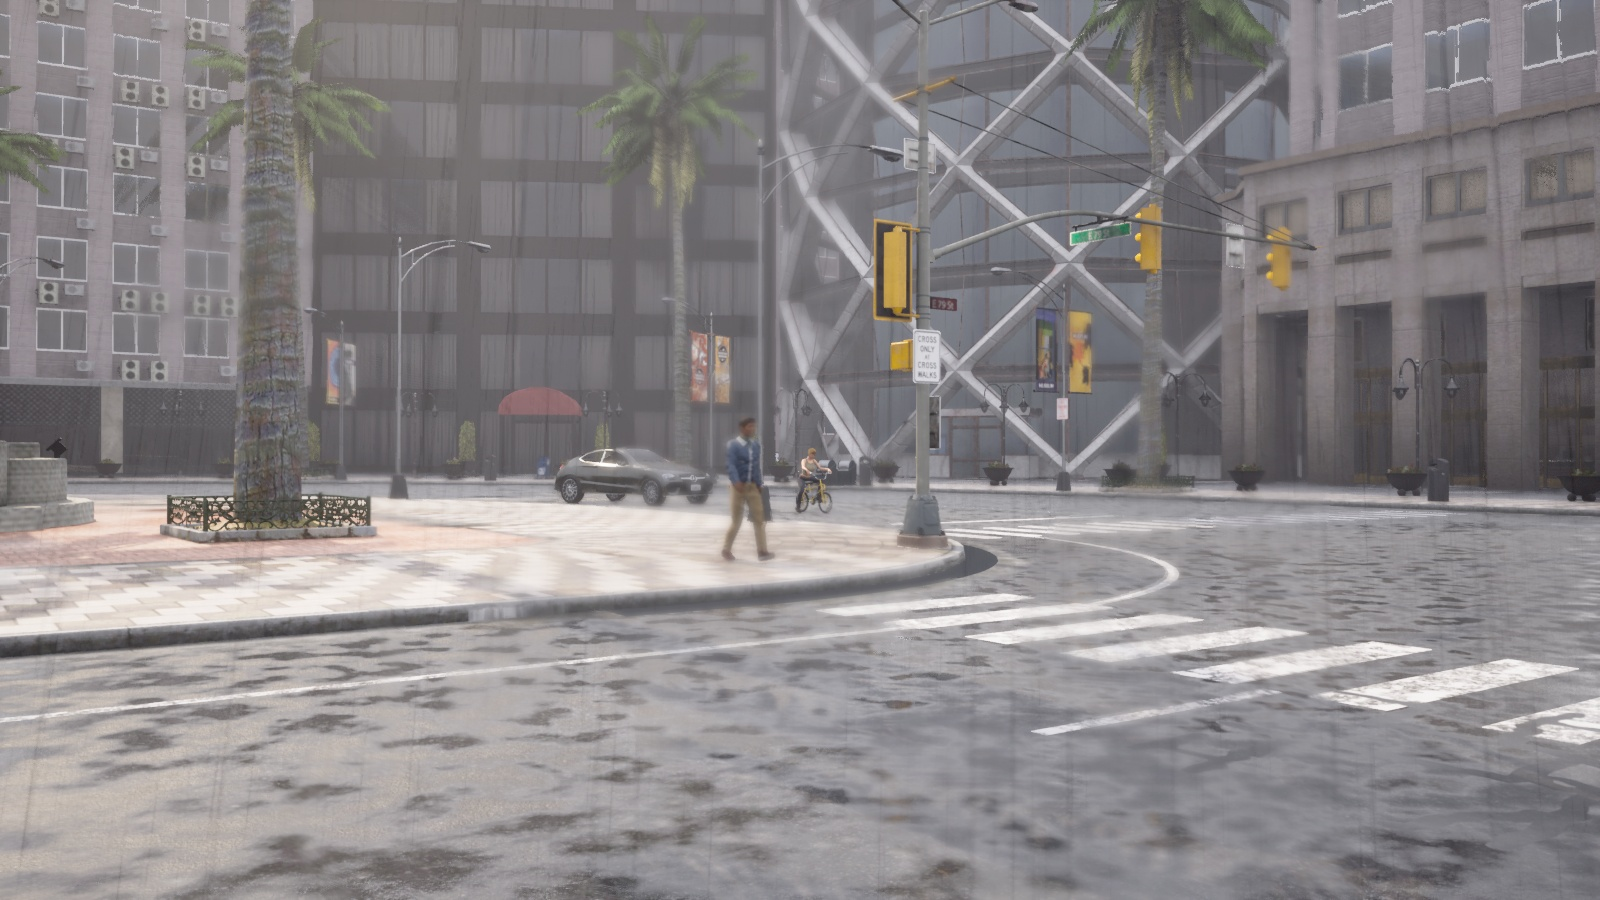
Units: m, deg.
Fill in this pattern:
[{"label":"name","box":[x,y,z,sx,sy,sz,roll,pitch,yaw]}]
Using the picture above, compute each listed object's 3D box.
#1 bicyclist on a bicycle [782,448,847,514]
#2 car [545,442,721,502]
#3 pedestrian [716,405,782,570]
[{"label":"bicyclist on a bicycle","box":[0.350,0.757,31.273,0.866,1.612,1.509,0,0,-37]},{"label":"car","box":[-4.958,0.624,36.961,5.027,1.651,2.152,0,0,36]},{"label":"pedestrian","box":[-0.625,0.440,15.239,0.423,1.949,0.788,0,0,-36]}]
